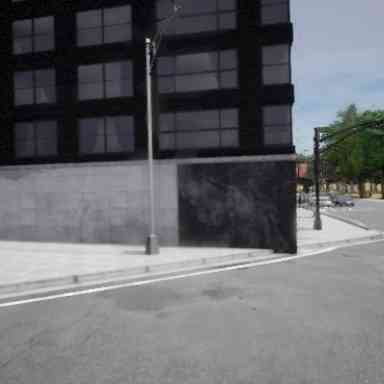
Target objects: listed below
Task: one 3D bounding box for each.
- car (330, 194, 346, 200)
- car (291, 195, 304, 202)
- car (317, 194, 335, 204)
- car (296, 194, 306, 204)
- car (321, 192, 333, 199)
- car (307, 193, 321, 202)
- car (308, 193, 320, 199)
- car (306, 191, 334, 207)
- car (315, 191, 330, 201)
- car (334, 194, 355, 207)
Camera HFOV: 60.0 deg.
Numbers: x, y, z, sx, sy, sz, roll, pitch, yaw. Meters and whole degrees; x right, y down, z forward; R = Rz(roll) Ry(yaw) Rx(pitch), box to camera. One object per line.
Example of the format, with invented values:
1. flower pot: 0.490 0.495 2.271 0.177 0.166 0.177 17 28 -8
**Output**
1. car: 33.006 1.127 75.384 2.033 1.411 5.357 -1 0 10
2. car: 22.127 1.394 69.707 1.895 1.301 4.718 -1 0 10
3. car: 23.474 1.235 58.527 1.882 1.535 5.008 -1 0 10
4. car: 20.377 1.169 59.689 2.097 1.767 4.553 -1 0 10
5. car: 34.787 0.892 85.652 1.882 1.535 5.008 -1 0 10
6. car: 25.328 1.091 69.179 2.097 1.767 4.553 -1 0 10
7. car: 31.586 1.003 86.208 2.128 1.511 4.902 -1 0 10
8. car: 18.292 1.079 47.830 2.150 2.045 5.566 -1 0 10
9. car: 29.804 0.876 75.970 2.150 2.045 5.566 -1 0 10
10. car: 21.425 1.287 46.868 2.128 1.511 4.902 -1 0 10
